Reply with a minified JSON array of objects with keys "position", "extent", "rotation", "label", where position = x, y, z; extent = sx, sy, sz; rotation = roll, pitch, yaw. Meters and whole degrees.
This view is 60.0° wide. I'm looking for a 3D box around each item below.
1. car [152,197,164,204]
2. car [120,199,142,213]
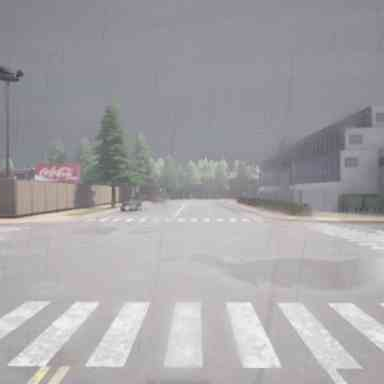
[{"position":[-6.448,1.576,63.468],"extent":[1.994,1.385,4.181],"rotation":[0,0,2],"label":"car"},{"position":[-6.787,1.551,37.467],"extent":[2.128,1.511,4.902],"rotation":[0,1,1],"label":"car"}]
